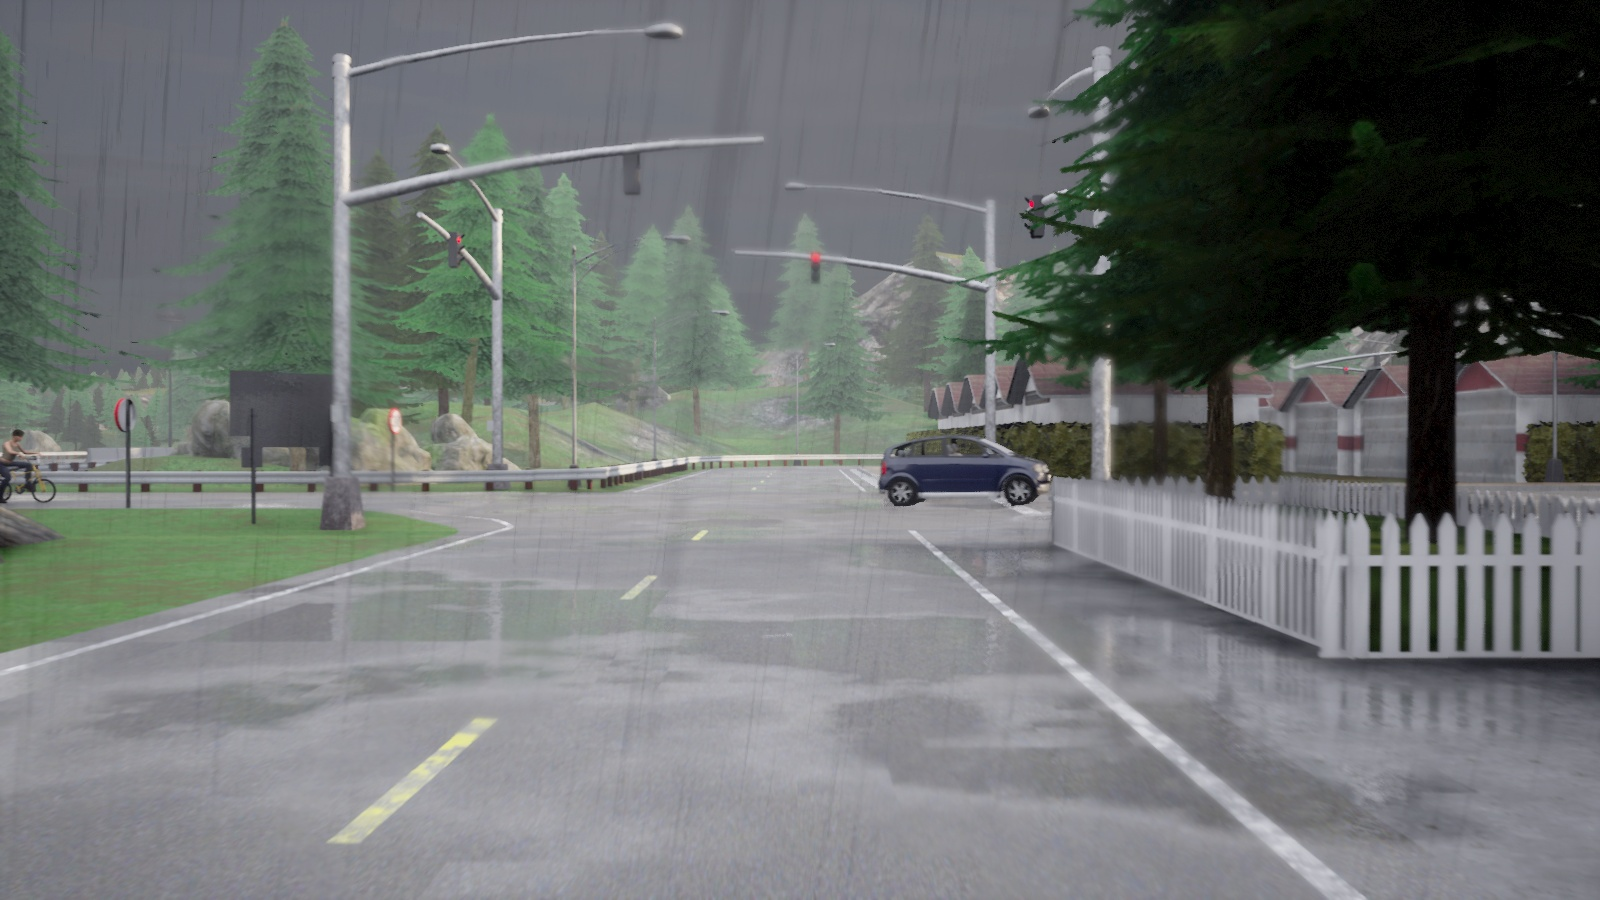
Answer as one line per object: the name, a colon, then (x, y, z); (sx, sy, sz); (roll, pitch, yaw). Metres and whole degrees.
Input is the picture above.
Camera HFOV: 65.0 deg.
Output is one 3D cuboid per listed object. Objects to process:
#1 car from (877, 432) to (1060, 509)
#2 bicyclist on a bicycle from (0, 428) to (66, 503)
car: (3.716, 0.442, 27.505); (3.705, 1.549, 1.789); (-1, 1, 16)
bicyclist on a bicycle: (-16.906, 0.325, 27.191); (1.509, 1.612, 0.866); (0, 0, 0)
